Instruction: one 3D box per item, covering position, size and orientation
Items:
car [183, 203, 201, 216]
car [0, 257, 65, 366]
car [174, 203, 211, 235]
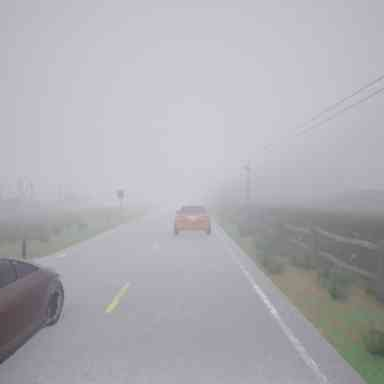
[{"bbox_3d":[-0.032,1.949,38.238,1.994,1.385,4.181,0,-1,0],"label":"car"},{"bbox_3d":[-3.311,1.613,4.404,1.994,1.385,4.181,0,-1,0],"label":"car"},{"bbox_3d":[0.031,1.559,20.530,2.097,1.767,4.553,0,-1,0],"label":"car"}]
